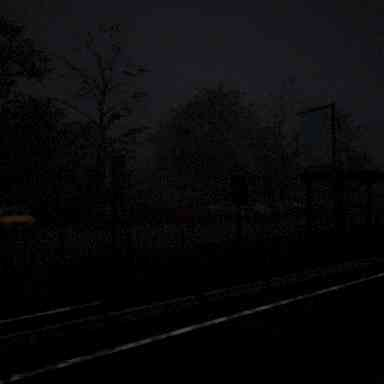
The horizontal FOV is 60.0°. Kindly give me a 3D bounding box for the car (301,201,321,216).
[{"bbox_3d":[9.967,1.705,33.804,2.097,1.535,5.008,1,0,-36],"label":"car"}]

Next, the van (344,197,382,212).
[{"bbox_3d":[21.333,1.599,41.766,1.878,1.987,4.442,1,0,-35],"label":"van"}]

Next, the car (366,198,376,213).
[{"bbox_3d":[18.989,1.830,40.273,2.163,1.488,4.792,1,0,-36],"label":"car"}]

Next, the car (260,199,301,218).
[{"bbox_3d":[7.694,1.556,32.213,2.185,1.767,4.553,1,0,-36],"label":"car"}]

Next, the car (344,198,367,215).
[{"bbox_3d":[16.854,1.773,38.484,1.946,1.575,5.366,1,0,-35],"label":"car"}]

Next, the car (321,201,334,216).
[{"bbox_3d":[12.233,1.730,35.407,2.231,1.521,4.892,1,0,-36],"label":"car"}]

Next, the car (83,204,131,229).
[{"bbox_3d":[-5.826,1.577,22.488,2.163,1.488,4.792,1,0,-36],"label":"car"}]

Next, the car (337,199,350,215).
[{"bbox_3d":[14.470,1.782,37.047,2.163,1.488,4.792,1,0,-36],"label":"car"}]

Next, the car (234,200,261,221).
[{"bbox_3d":[3.196,1.636,28.958,2.097,1.535,5.008,1,0,-36],"label":"car"}]

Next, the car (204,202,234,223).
[{"bbox_3d":[0.935,1.654,27.346,2.002,1.452,4.674,1,0,-35],"label":"car"}]

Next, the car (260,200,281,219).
[{"bbox_3d":[5.453,1.699,30.572,2.002,1.452,4.674,1,0,-36],"label":"car"}]

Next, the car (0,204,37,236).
[{"bbox_3d":[-10.254,1.500,19.135,1.946,1.575,5.366,1,0,-36],"label":"car"}]

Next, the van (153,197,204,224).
[{"bbox_3d":[-1.392,1.366,25.832,1.878,1.987,4.442,1,0,-36],"label":"van"}]
